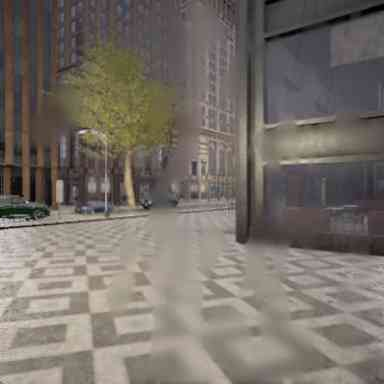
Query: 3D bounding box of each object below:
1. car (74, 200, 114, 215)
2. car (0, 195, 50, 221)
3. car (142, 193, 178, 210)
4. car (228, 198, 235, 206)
[{"bbox_3d":[-10.176,1.581,34.795,1.994,1.385,4.181,0,0,35],"label":"car"},{"bbox_3d":[-13.711,1.271,24.999,2.150,2.045,5.566,0,0,41],"label":"car"},{"bbox_3d":[-4.077,1.215,43.276,2.150,2.045,5.566,0,0,36],"label":"car"},{"bbox_3d":[7.829,1.578,54.400,1.895,1.301,4.718,0,0,36],"label":"car"}]
